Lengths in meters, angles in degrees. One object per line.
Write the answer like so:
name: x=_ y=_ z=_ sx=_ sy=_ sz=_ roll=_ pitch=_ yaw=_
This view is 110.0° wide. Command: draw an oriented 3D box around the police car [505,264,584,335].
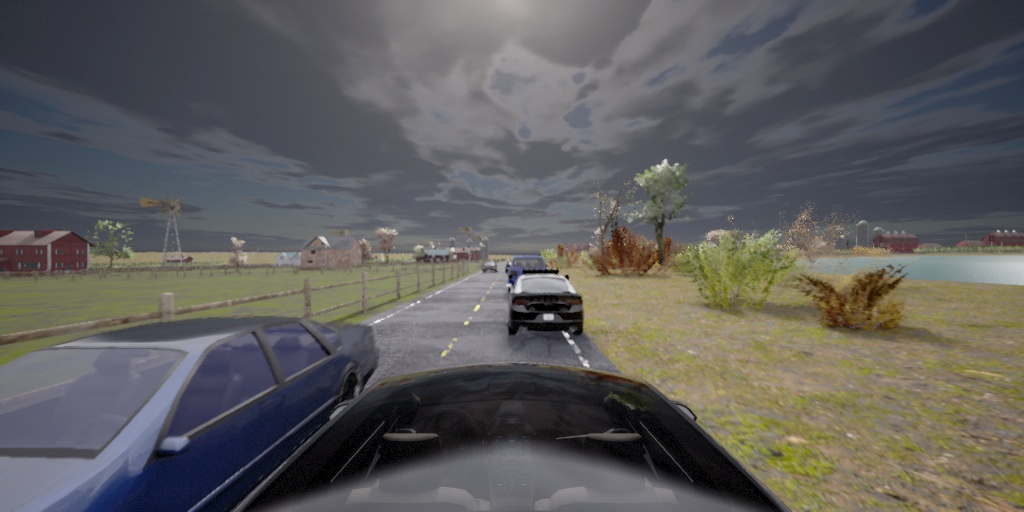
police car: x=0.836 y=1.189 z=10.738 sx=1.930 sy=1.638 sz=5.238 roll=0 pitch=0 yaw=0

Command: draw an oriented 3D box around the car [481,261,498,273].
car: x=-2.777 y=1.388 z=45.526 sx=2.033 sy=1.411 sz=5.357 roll=0 pitch=0 yaw=0

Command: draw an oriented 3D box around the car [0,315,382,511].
car: x=-2.853 y=1.299 z=3.046 sx=2.033 sy=1.411 sz=5.357 roll=0 pitch=0 yaw=0

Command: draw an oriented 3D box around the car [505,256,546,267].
car: x=0.852 y=1.006 z=20.658 sx=2.150 sy=2.045 sz=5.566 roll=0 pitch=0 yaw=0
